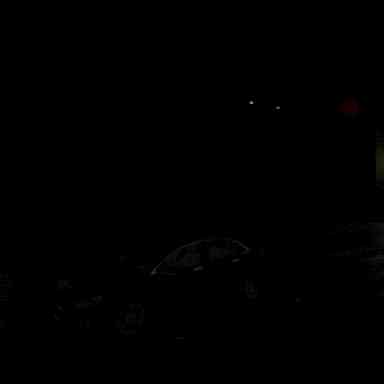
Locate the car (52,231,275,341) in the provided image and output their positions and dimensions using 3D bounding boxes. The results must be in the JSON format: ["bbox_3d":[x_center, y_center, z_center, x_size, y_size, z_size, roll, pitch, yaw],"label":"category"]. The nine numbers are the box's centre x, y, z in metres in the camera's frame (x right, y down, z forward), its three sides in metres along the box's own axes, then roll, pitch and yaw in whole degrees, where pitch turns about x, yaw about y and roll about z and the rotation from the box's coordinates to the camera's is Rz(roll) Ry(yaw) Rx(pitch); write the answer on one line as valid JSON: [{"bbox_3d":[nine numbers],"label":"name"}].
[{"bbox_3d":[-0.305,1.480,6.332,4.403,1.369,2.008,-2,1,-36],"label":"car"}]
